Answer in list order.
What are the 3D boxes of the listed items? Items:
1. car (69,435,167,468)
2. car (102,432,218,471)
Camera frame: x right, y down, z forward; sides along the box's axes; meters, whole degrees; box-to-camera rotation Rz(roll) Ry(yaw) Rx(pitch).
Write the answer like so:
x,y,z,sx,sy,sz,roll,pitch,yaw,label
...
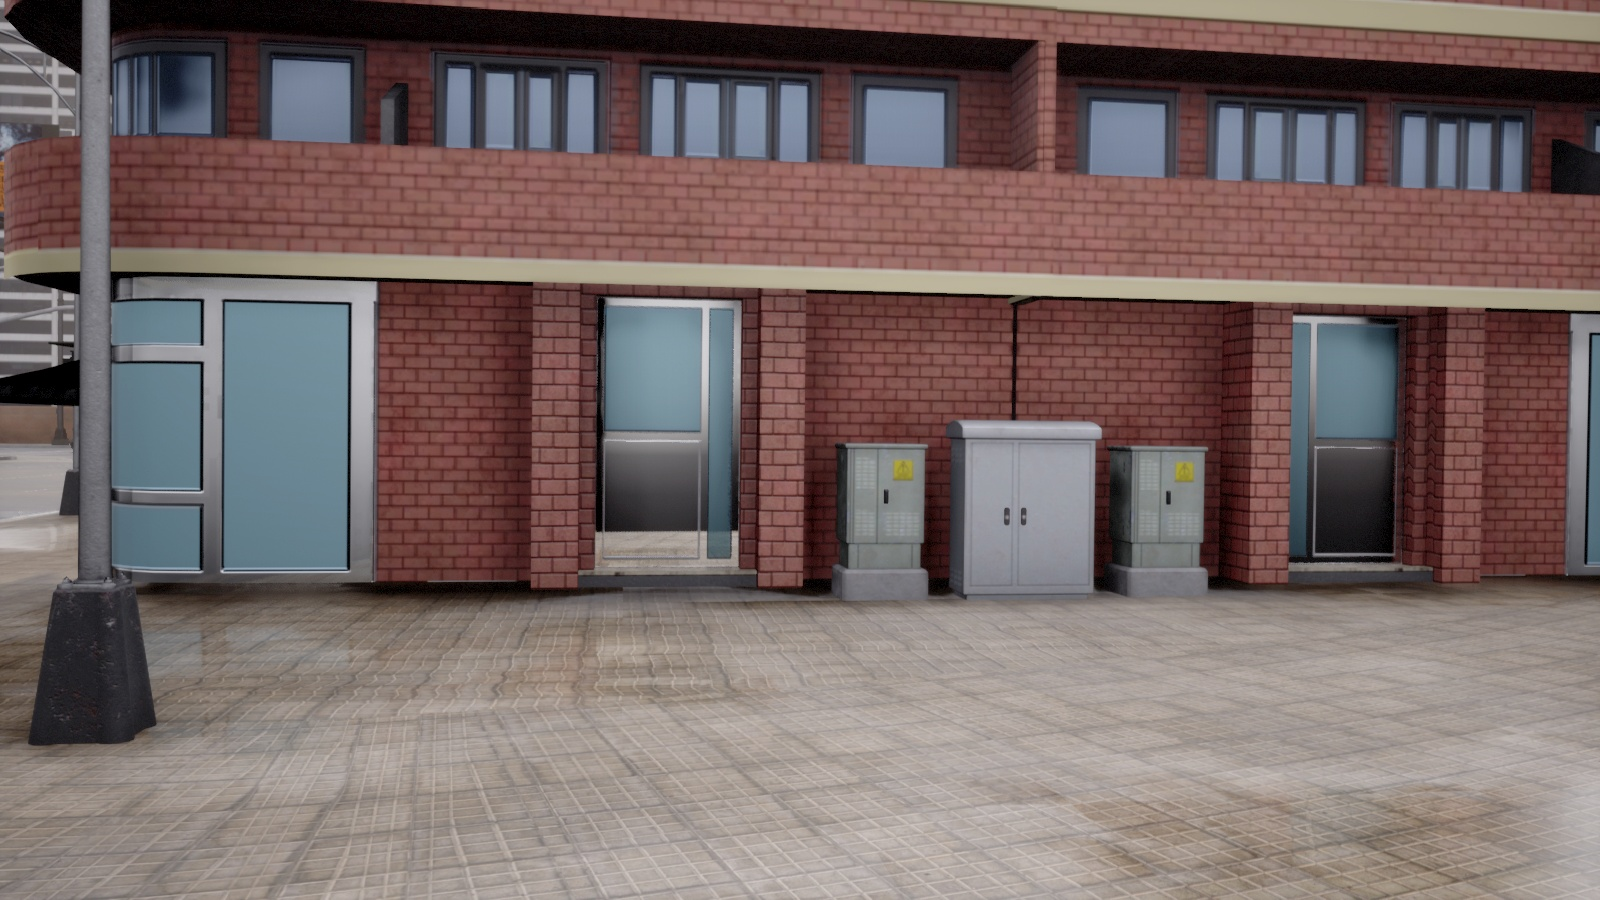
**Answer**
x,y,z,sx,sy,sz,roll,pitch,yaw,label
-34.771,0.079,64.083,3.988,1.617,1.851,-1,1,-8,car
-31.042,0.049,61.051,4.553,1.767,2.097,-1,1,-8,car
